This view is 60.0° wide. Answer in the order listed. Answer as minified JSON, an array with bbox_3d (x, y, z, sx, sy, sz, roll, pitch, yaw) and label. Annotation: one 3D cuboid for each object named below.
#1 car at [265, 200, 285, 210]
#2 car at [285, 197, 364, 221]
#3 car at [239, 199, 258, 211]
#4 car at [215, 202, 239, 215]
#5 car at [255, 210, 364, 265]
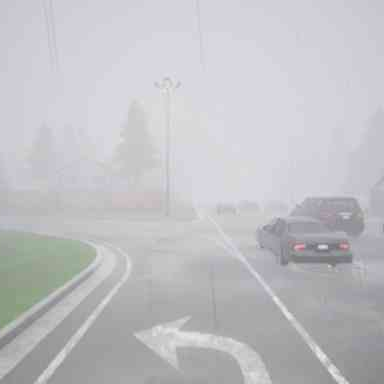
[{"bbox_3d":[10.409,1.637,41.450,1.994,1.385,4.181,0,0,0],"label":"car"},{"bbox_3d":[7.052,1.254,17.955,2.150,2.045,5.566,0,0,0],"label":"car"},{"bbox_3d":[6.913,1.598,40.873,1.812,1.442,4.674,0,0,0],"label":"car"},{"bbox_3d":[3.447,1.664,35.376,1.895,1.301,4.718,0,0,0],"label":"car"},{"bbox_3d":[3.589,1.568,11.669,2.033,1.411,5.357,0,0,0],"label":"car"}]
